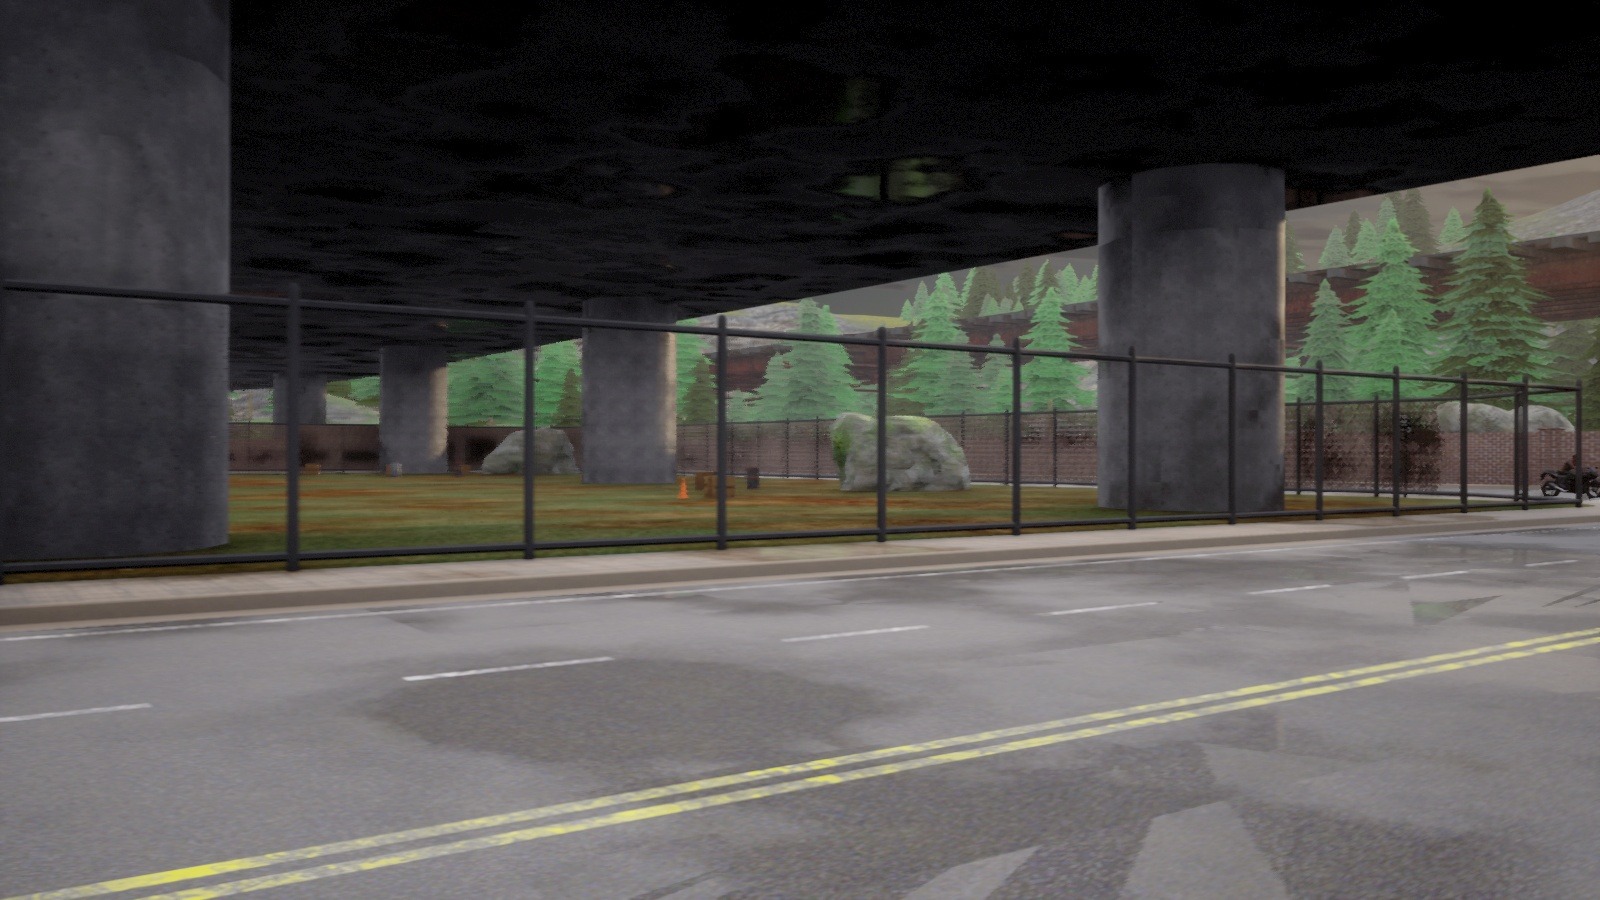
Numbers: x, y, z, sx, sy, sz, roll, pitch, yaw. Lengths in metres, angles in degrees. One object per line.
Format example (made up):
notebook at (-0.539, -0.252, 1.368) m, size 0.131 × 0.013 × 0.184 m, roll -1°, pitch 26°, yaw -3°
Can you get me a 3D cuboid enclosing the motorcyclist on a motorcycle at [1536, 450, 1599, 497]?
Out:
motorcyclist on a motorcycle at (26.142, 0.776, 42.414) m, size 0.797 × 1.523 × 2.044 m, roll 0°, pitch 0°, yaw -35°
